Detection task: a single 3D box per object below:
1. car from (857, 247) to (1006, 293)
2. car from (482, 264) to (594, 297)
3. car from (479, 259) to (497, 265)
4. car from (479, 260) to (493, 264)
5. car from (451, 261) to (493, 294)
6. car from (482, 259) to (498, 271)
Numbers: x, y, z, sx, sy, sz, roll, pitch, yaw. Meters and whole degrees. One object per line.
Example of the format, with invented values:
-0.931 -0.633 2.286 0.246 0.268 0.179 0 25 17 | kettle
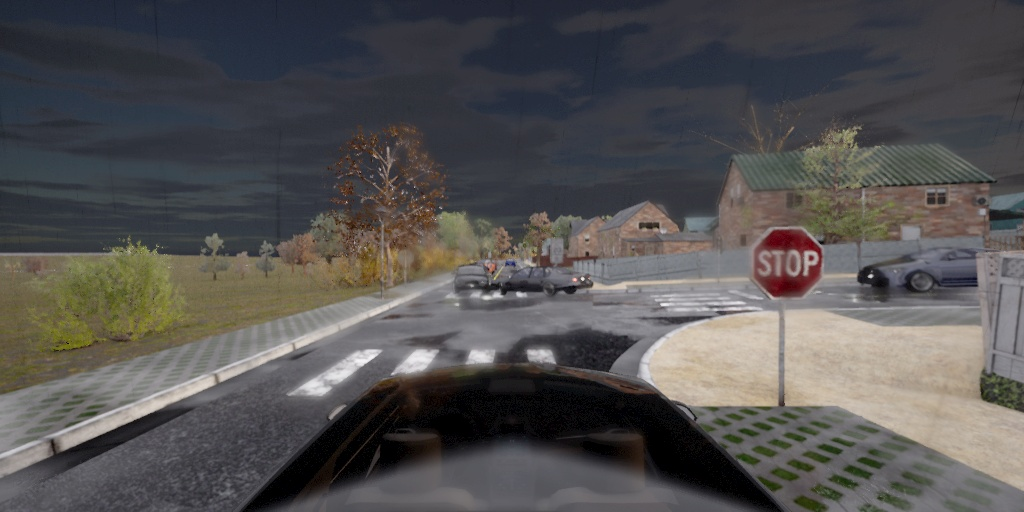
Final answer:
14.346 0.408 11.892 4.181 1.385 1.994 -3 0 16 | car
1.269 1.189 17.455 5.357 1.411 2.033 -4 -3 43 | car
-3.019 1.099 40.165 2.097 1.767 4.553 0 0 0 | car
-2.978 1.292 30.162 2.033 1.411 5.357 0 0 0 | car
-2.332 1.247 20.350 1.837 1.490 4.892 0 0 -8 | car
-3.050 1.228 50.202 1.882 1.535 5.008 0 0 0 | car
